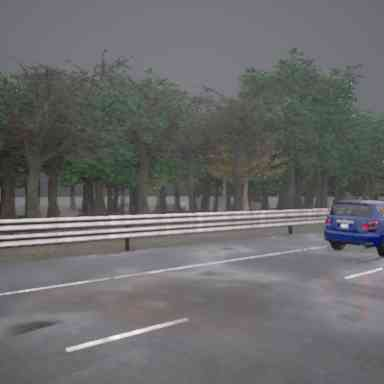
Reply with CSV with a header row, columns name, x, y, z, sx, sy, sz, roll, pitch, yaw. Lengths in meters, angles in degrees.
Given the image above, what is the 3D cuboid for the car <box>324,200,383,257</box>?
name,x,y,z,sx,sy,sz,roll,pitch,yaw
car,7.748,1.350,13.700,5.566,2.045,2.150,1,0,-36
